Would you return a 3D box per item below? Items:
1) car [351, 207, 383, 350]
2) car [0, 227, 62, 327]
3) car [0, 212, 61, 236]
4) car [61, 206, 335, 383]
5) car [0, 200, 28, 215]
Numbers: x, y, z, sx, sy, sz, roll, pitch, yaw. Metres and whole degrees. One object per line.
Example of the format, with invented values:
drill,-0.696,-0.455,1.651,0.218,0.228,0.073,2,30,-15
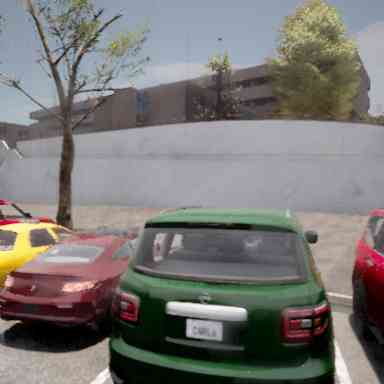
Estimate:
car,3.243,1.236,3.473,2.435,2.045,5.566,1,-1,15
car,-1.696,1.519,6.937,2.002,1.452,4.674,0,-1,15
car,-4.115,1.473,8.832,1.946,1.575,5.366,0,-1,15
car,0.784,1.232,5.254,2.435,2.045,5.566,0,-1,15
car,-6.624,1.219,10.389,2.435,2.045,5.566,0,-1,15
